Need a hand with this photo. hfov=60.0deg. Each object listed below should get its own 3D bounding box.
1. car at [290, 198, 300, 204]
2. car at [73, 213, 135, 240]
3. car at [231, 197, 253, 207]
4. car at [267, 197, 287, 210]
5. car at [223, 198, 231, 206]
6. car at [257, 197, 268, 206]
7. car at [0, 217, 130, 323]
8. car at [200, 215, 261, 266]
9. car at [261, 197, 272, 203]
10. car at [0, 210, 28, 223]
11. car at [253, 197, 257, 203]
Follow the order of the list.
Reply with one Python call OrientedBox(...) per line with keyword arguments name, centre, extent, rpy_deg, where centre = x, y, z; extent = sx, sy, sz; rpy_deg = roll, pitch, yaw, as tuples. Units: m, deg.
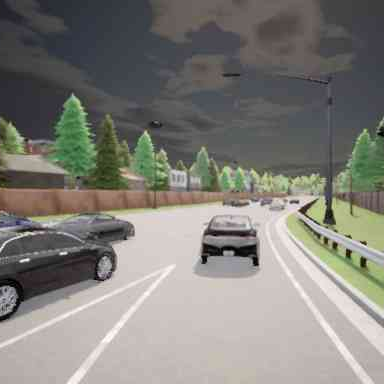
OrientedBox(name="car", centre=(23.693, 2.086, 76.514), extent=(1.895, 1.301, 4.718), rpy_deg=(0, 0, 22))
OrientedBox(name="car", centre=(-4.342, 1.629, 15.012), extent=(1.994, 1.385, 4.181), rpy_deg=(0, 0, 22))
OrientedBox(name="car", centre=(8.620, 1.935, 57.212), extent=(1.895, 1.301, 4.718), rpy_deg=(0, 0, 22))
OrientedBox(name="car", centre=(12.312, 1.822, 47.536), extent=(1.812, 1.442, 4.674), rpy_deg=(0, 0, 22))
OrientedBox(name="car", centre=(7.313, 1.854, 63.415), extent=(2.128, 1.511, 4.902), rpy_deg=(0, 0, 22))
OrientedBox(name="car", centre=(13.822, 1.864, 60.835), extent=(2.128, 1.511, 4.902), rpy_deg=(0, 0, 22))
OrientedBox(name="car", centre=(-3.590, 1.529, 7.415), extent=(1.837, 1.490, 4.892), rpy_deg=(0, -1, 22))
OrientedBox(name="car", centre=(1.420, 1.561, 11.966), extent=(2.128, 1.511, 4.902), rpy_deg=(0, 0, 9))
OrientedBox(name="car", centre=(18.710, 1.985, 82.940), extent=(1.882, 1.535, 5.008), rpy_deg=(0, 0, 22))
OrientedBox(name="car", centre=(-8.485, 1.571, 14.057), extent=(1.812, 1.442, 4.674), rpy_deg=(0, 0, 22))
OrientedBox(name="car", centre=(16.224, 2.039, 86.166), extent=(1.812, 1.442, 4.674), rpy_deg=(0, 0, 22))
